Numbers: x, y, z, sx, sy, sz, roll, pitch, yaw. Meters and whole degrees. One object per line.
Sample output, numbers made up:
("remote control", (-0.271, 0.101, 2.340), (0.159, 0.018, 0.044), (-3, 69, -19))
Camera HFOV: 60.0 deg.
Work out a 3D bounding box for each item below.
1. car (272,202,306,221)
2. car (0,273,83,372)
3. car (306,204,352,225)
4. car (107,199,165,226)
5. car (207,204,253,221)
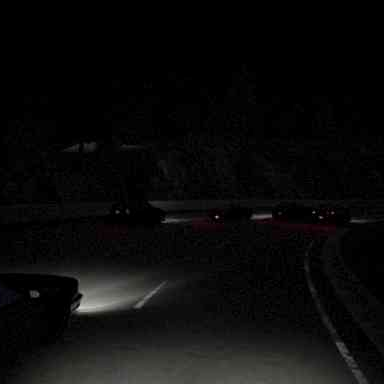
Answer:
("car", (8.702, 1.578, 28.488), (1.882, 1.535, 5.008), (0, 0, 42))
("car", (-3.088, 1.527, 3.413), (2.033, 1.411, 5.357), (0, 0, 7))
("car", (10.727, 1.638, 25.525), (1.812, 1.442, 4.674), (0, 0, 41))
("car", (-3.825, 1.348, 23.411), (2.097, 1.767, 4.553), (0, 0, 28))
("car", (3.278, 1.657, 27.568), (1.895, 1.301, 4.718), (0, 0, 37))
